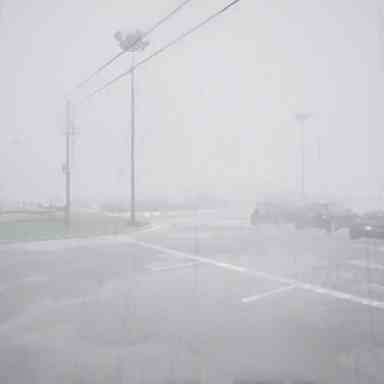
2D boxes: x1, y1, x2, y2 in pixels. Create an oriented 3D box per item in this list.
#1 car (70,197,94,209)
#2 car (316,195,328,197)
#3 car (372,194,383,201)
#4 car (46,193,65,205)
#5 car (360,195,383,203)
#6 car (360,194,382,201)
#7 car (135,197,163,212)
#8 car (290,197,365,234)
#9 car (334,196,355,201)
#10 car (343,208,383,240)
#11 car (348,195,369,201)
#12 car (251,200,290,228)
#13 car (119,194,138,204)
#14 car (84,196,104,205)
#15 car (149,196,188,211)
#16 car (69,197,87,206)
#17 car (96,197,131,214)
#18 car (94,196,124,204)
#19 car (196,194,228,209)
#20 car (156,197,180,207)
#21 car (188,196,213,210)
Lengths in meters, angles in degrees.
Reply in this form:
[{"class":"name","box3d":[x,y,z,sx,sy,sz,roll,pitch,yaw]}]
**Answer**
[{"class":"car","box3d":[-15.495,1.632,46.236,1.895,1.301,4.718,0,0,-36]},{"class":"car","box3d":[32.393,1.475,83.424,1.882,1.535,5.008,0,0,-21]},{"class":"car","box3d":[47.269,1.381,82.420,1.882,1.535,5.008,0,0,-14]},{"class":"car","box3d":[-24.031,1.267,58.209,2.150,2.045,5.566,0,0,-35]},{"class":"car","box3d":[38.165,1.488,70.376,1.837,1.490,4.892,0,0,0]},{"class":"car","box3d":[43.850,1.392,81.674,1.882,1.535,5.008,0,0,-14]},{"class":"car","box3d":[-5.508,1.583,38.332,1.994,1.385,4.181,0,0,-36]},{"class":"car","box3d":[8.078,1.351,19.668,4.553,1.767,2.097,0,0,-42]},{"class":"car","box3d":[36.902,1.533,80.615,1.895,1.301,4.718,0,0,-17]},{"class":"car","box3d":[9.305,1.561,16.041,4.181,1.385,1.994,0,0,-42]},{"class":"car","box3d":[40.423,1.520,80.958,1.895,1.301,4.718,0,0,-14]},{"class":"car","box3d":[6.037,1.354,22.545,4.553,1.767,2.097,0,0,-43]},{"class":"car","box3d":[-12.734,1.389,66.525,2.097,1.767,4.553,0,0,-36]},{"class":"car","box3d":[-18.557,1.587,62.622,2.033,1.411,5.357,0,0,-35]},{"class":"car","box3d":[-3.026,1.495,40.881,1.882,1.535,5.008,0,0,-36]},{"class":"car","box3d":[-20.113,1.565,58.742,1.812,1.442,4.674,0,0,-35]},{"class":"car","box3d":[-8.615,1.547,36.655,1.812,1.442,4.674,0,0,-36]},{"class":"car","box3d":[-11.851,1.591,47.168,1.994,1.385,4.181,0,0,-36]},{"class":"car","box3d":[2.523,1.235,45.183,2.150,2.045,5.566,0,0,-35]},{"class":"car","box3d":[-3.957,1.586,54.208,1.994,1.385,4.181,0,0,-35]},{"class":"car","box3d":[0.219,1.579,42.367,1.994,1.385,4.181,0,0,-36]}]
